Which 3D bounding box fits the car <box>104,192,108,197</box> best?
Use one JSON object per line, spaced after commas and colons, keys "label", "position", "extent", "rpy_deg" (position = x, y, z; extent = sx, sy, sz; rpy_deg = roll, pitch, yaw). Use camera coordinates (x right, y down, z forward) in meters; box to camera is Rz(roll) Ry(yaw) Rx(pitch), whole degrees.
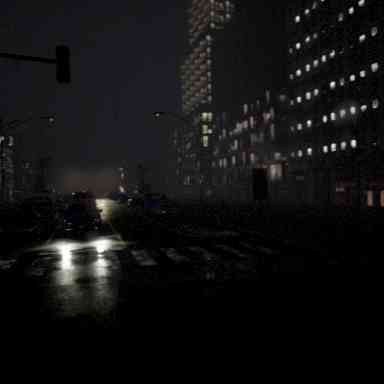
{"label": "car", "position": [-18.556, 0.896, 76.486], "extent": [1.947, 1.339, 4.313], "rpy_deg": [-1, 1, -18]}

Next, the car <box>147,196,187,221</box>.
{"label": "car", "position": [-1.699, 1.226, 23.777], "extent": [1.752, 1.417, 4.829], "rpy_deg": [-1, 1, -18]}

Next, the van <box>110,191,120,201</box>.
{"label": "van", "position": [-13.486, 0.782, 60.622], "extent": [1.690, 1.788, 3.998], "rpy_deg": [-1, 1, -18]}

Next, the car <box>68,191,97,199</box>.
{"label": "car", "position": [-10.443, 0.985, 32.100], "extent": [2.150, 2.045, 5.566], "rpy_deg": [-1, 1, -17]}

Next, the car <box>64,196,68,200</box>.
{"label": "car", "position": [-13.008, 1.376, 31.636], "extent": [2.008, 1.369, 4.403], "rpy_deg": [-1, 1, -18]}

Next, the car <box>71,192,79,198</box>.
{"label": "car", "position": [-31.610, 0.858, 89.793], "extent": [1.967, 1.590, 4.097], "rpy_deg": [-1, 1, -18]}

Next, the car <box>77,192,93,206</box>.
{"label": "car", "position": [-15.723, 0.997, 48.875], "extent": [2.097, 1.767, 4.553], "rpy_deg": [-1, 1, -17]}

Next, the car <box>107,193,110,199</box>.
{"label": "car", "position": [-15.225, 0.928, 66.074], "extent": [1.752, 1.417, 4.829], "rpy_deg": [-1, 1, -18]}

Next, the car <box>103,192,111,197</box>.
{"label": "car", "position": [-23.680, 0.744, 92.509], "extent": [1.752, 1.417, 4.829], "rpy_deg": [-1, 1, -18]}

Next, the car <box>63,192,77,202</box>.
{"label": "car", "position": [-23.157, 0.916, 63.356], "extent": [2.192, 1.841, 5.009], "rpy_deg": [-1, 1, -18]}

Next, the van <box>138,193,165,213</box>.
{"label": "van", "position": [-3.341, 1.006, 28.900], "extent": [1.690, 1.788, 3.998], "rpy_deg": [-1, 1, -18]}

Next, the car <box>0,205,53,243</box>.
{"label": "car", "position": [-7.935, 1.520, 15.775], "extent": [1.802, 1.307, 4.206], "rpy_deg": [-1, 1, -18]}

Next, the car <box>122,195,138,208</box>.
{"label": "car", "position": [-6.720, 1.141, 39.476], "extent": [2.008, 1.369, 4.403], "rpy_deg": [-1, 1, -18]}

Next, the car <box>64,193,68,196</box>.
{"label": "car", "position": [-18.029, 1.240, 47.335], "extent": [1.752, 1.417, 4.829], "rpy_deg": [-1, 1, -18]}

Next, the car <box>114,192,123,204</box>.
{"label": "car", "position": [-10.101, 1.081, 50.051], "extent": [1.947, 1.339, 4.313], "rpy_deg": [-1, 1, -18]}

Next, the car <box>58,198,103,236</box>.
{"label": "car", "position": [-5.959, 1.343, 18.083], "extent": [1.882, 1.535, 5.008], "rpy_deg": [-1, 1, -18]}

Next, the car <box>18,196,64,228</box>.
{"label": "car", "position": [-9.630, 1.215, 21.059], "extent": [2.192, 1.841, 5.009], "rpy_deg": [-1, 1, -18]}
